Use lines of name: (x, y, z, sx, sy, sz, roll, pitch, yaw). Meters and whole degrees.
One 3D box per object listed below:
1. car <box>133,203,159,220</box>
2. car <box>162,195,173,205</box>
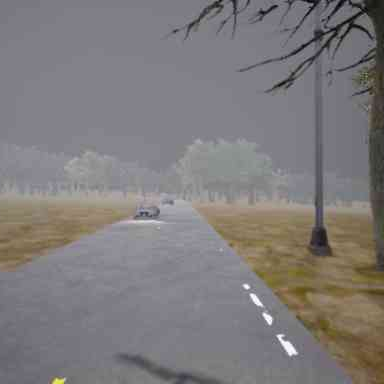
car: (-3.998, 1.695, 29.414, 1.994, 1.385, 4.181, 0, 0, -2)
car: (-5.244, 1.714, 71.013, 2.150, 2.045, 5.566, 0, -1, -2)
